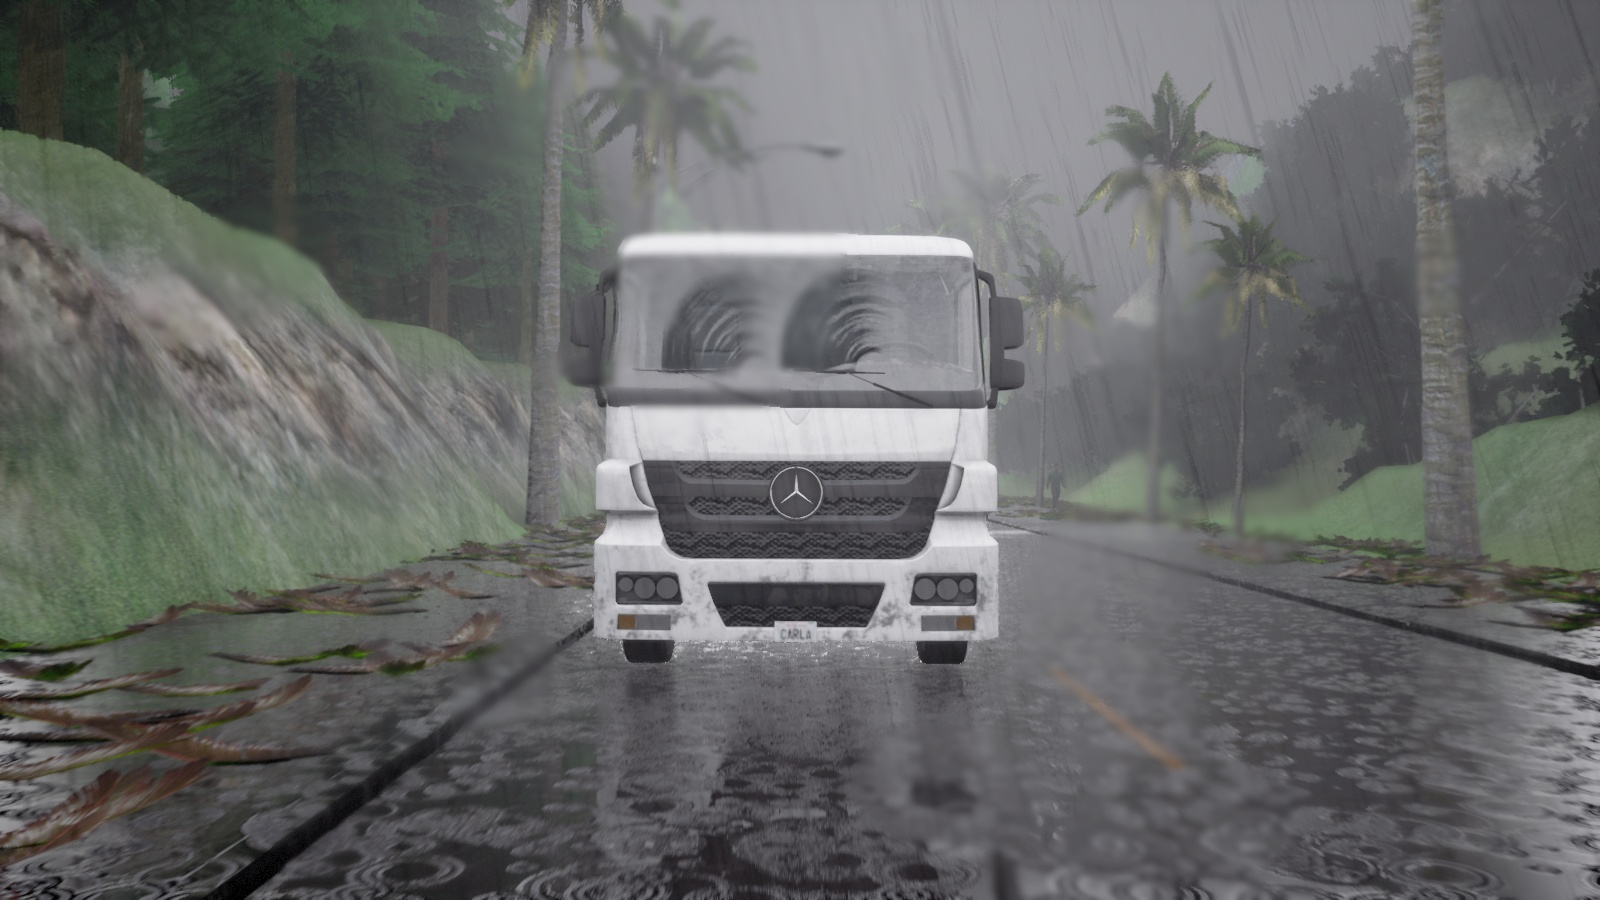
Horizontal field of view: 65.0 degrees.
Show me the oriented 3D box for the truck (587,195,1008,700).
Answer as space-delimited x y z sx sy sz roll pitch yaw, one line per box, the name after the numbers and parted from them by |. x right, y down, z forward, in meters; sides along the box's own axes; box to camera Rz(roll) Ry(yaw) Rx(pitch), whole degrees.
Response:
-0.031 0.044 12.613 2.891 3.462 7.936 0 -1 0 | truck

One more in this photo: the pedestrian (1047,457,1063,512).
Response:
9.218 1.244 45.386 0.423 1.949 0.788 0 -1 0 | pedestrian
